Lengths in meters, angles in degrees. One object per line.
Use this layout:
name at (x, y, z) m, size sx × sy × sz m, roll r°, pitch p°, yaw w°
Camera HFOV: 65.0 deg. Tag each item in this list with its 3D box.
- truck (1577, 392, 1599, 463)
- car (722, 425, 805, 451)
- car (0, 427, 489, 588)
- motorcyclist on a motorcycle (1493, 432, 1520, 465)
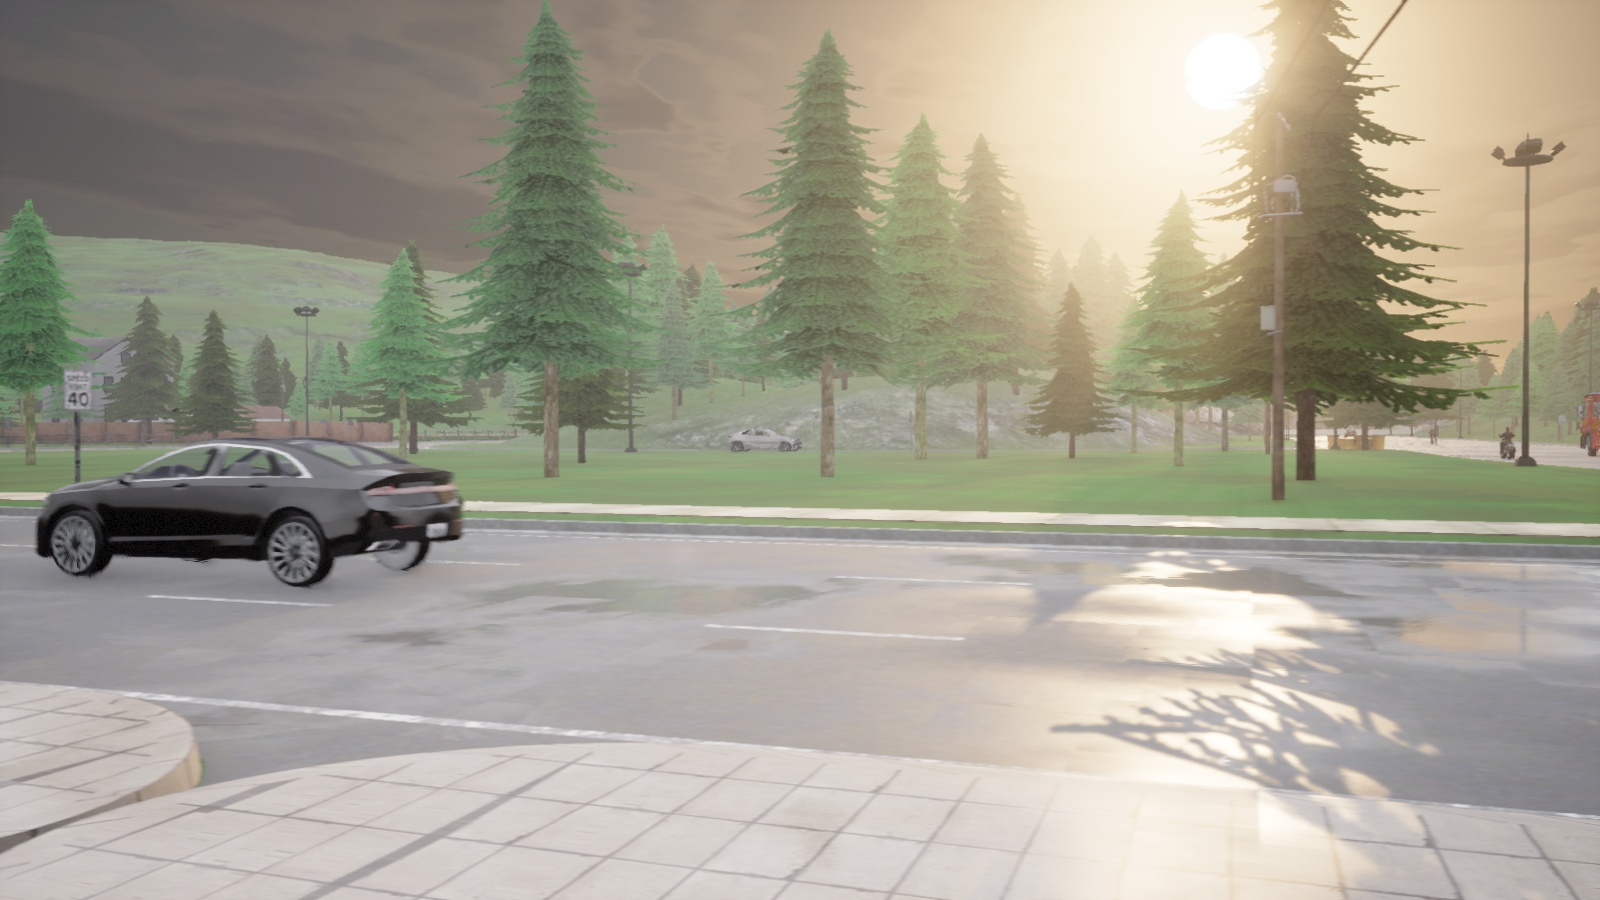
truck at (44.503, -1.207, 67.433) m, size 2.891 × 3.827 × 8.468 m, roll 1°, pitch 1°, yaw 19°
car at (-2.402, -0.779, 82.973) m, size 5.027 × 1.651 × 2.152 m, roll 1°, pitch 1°, yaw 15°
car at (-6.118, 0.521, 13.744) m, size 4.902 × 1.511 × 2.128 m, roll 1°, pitch 1°, yaw 19°
motorcyclist on a motorcycle at (35.881, -0.079, 63.799) m, size 0.766 × 1.649 × 2.350 m, roll 1°, pitch 1°, yaw 20°
